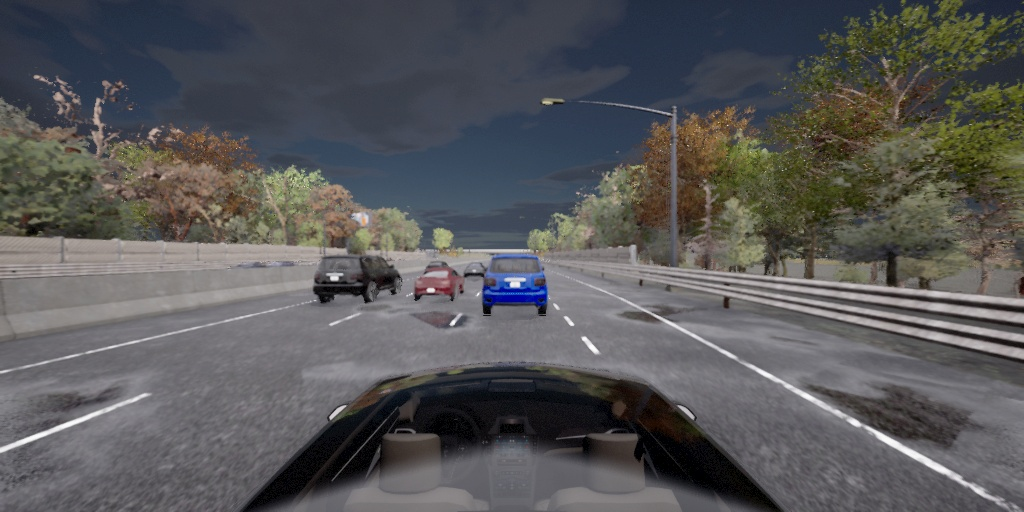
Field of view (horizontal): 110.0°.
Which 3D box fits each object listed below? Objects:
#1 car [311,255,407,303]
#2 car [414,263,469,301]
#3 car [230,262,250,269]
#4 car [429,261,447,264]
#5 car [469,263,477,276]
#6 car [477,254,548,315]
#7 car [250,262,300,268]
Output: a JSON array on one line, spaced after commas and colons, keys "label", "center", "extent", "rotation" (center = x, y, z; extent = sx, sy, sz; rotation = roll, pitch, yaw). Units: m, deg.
[{"label": "car", "center": [-6.905, 0.965, 16.630], "extent": [2.150, 2.045, 5.566], "rotation": [0, 0, 0]}, {"label": "car", "center": [-3.404, 1.269, 17.321], "extent": [1.812, 1.442, 4.674], "rotation": [0, 0, 0]}, {"label": "car", "center": [-28.095, 1.312, 38.531], "extent": [1.994, 1.385, 4.181], "rotation": [0, 0, 0]}, {"label": "car", "center": [-6.913, 1.250, 34.011], "extent": [1.837, 1.490, 4.892], "rotation": [0, 0, 0]}, {"label": "car", "center": [-3.412, 1.309, 34.425], "extent": [1.994, 1.385, 4.181], "rotation": [0, 0, 0]}, {"label": "car", "center": [0.096, 0.965, 13.595], "extent": [2.150, 2.045, 5.566], "rotation": [0, 0, 0]}, {"label": "car", "center": [-24.606, 1.294, 38.028], "extent": [2.033, 1.411, 5.357], "rotation": [0, 0, 0]}]
